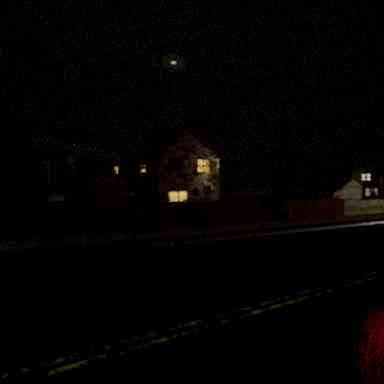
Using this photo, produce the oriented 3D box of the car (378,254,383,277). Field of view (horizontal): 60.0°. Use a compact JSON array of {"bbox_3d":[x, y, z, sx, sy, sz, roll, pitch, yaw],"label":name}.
[{"bbox_3d":[6.613,1.641,8.157,4.718,1.301,1.895,0,0,-36],"label":"car"}]
